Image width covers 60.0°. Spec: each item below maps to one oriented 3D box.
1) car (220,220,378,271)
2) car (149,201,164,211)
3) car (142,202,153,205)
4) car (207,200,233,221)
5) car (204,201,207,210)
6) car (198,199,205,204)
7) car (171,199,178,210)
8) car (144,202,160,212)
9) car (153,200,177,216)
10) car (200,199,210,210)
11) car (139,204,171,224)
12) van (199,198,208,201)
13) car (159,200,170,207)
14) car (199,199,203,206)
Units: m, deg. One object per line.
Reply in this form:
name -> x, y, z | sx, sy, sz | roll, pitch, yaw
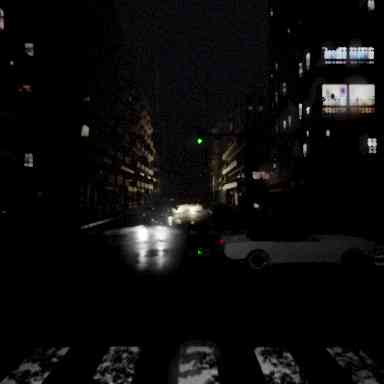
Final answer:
car -> 3.328, 1.730, 10.852 | 4.718, 1.301, 1.895 | 0, -1, 0
car -> -5.695, 2.221, 53.320 | 1.947, 1.339, 4.313 | 0, -1, 0
car -> -5.695, 2.069, 42.252 | 2.008, 1.369, 4.403 | 0, -1, 0
car -> 2.689, 1.822, 31.186 | 1.967, 1.590, 4.097 | 0, -1, 0
car -> 2.687, 2.001, 36.718 | 2.008, 1.369, 4.403 | 0, -1, 0
car -> 2.680, 2.692, 92.057 | 1.887, 1.381, 4.507 | 0, -1, 0
car -> -3.090, 2.133, 51.285 | 1.837, 1.490, 4.892 | 0, 0, 0
car -> -5.695, 2.168, 47.786 | 1.802, 1.307, 4.206 | 0, -1, 0
car -> -3.101, 1.978, 38.685 | 1.837, 1.490, 4.892 | 0, 0, 0
car -> 2.685, 2.237, 53.320 | 1.802, 1.307, 4.206 | 0, -1, 0
car -> -3.103, 1.951, 28.570 | 1.895, 1.301, 4.718 | 0, -1, 0
van -> 2.684, 2.136, 64.391 | 1.690, 1.788, 3.998 | 0, -1, 0
car -> -5.698, 2.409, 69.921 | 1.887, 1.381, 4.507 | 0, -1, 0
car -> 2.684, 2.307, 58.854 | 1.802, 1.307, 4.206 | 0, -1, 0
